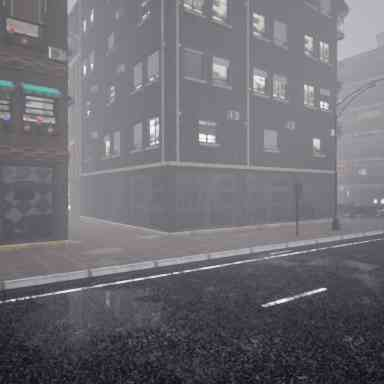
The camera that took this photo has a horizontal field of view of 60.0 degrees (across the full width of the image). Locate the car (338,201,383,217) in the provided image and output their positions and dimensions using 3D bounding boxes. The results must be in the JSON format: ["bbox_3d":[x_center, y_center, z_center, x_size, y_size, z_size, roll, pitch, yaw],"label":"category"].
[{"bbox_3d":[17.184,1.723,34.161,2.128,1.511,4.902,0,-1,-36],"label":"car"}]

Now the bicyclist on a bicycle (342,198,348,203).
[{"bbox_3d":[20.459,1.587,44.475,1.656,1.620,0.582,-1,0,-36],"label":"bicyclist on a bicycle"}]
